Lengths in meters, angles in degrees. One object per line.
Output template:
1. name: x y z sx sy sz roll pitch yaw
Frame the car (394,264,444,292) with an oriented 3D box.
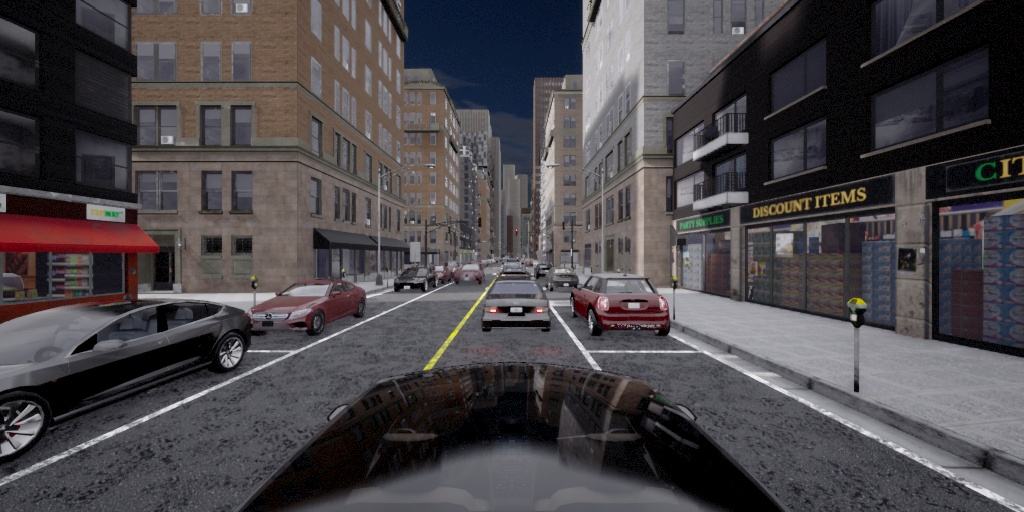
1. car: -5.620 1.316 21.396 1.948 1.339 4.313 0 0 0

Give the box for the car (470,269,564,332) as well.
1. car: 0.118 1.297 10.844 2.033 1.411 5.357 0 0 0

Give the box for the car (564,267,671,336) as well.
1. car: 2.877 1.189 10.371 1.967 1.591 4.097 0 0 0

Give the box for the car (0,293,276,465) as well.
1. car: -5.664 1.315 4.892 1.948 1.339 4.313 0 0 0

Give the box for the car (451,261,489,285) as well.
1. car: -3.000 1.277 26.264 1.812 1.442 4.674 0 0 1

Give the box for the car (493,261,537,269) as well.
1. car: 0.148 1.242 21.367 2.128 1.511 4.902 0 0 0

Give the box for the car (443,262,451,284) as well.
1. car: -5.605 1.333 26.897 1.802 1.307 4.207 0 0 0

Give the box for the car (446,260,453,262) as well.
1. car: -5.590 1.192 32.399 1.967 1.591 4.097 0 0 0

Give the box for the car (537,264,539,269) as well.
1. car: 2.935 1.319 32.376 1.948 1.339 4.313 0 0 0

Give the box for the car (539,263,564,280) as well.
1. car: 2.906 1.301 21.373 2.007 1.370 4.403 0 0 0

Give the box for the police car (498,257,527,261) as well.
1. police car: 0.074 1.178 31.386 1.930 1.638 5.238 0 0 0

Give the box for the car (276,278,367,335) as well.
1. car: -5.649 1.331 10.394 1.802 1.307 4.207 0 0 0
